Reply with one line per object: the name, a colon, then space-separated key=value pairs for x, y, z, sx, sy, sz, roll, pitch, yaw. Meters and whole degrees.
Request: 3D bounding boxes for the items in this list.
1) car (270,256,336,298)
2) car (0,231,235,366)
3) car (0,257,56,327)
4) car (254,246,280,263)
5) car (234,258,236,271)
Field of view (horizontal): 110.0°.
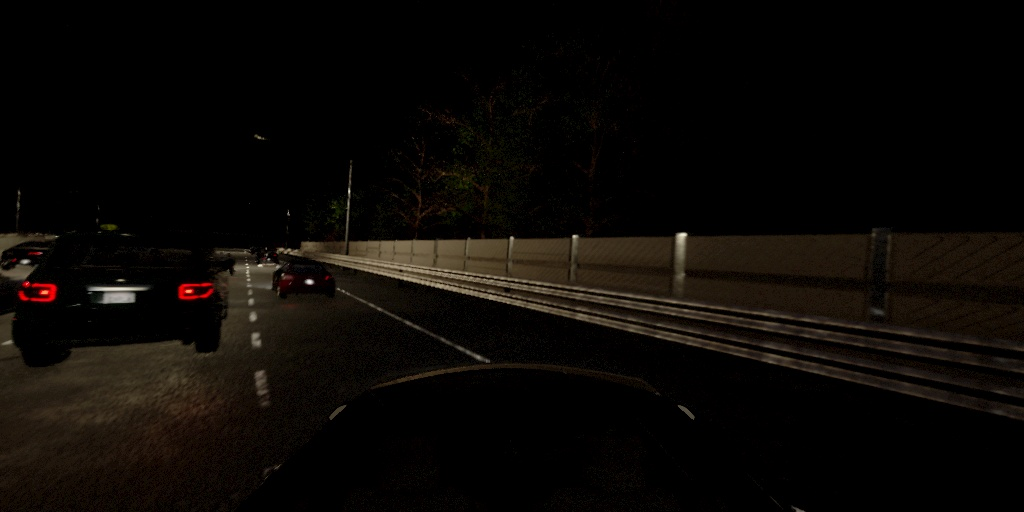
car: x=-8.840 y=0.893 z=15.163 sx=1.994 sy=1.385 sz=4.181 roll=3 pitch=0 yaw=-37
car: x=-7.080 y=0.602 z=7.153 sx=2.150 sy=2.045 sz=5.566 roll=3 pitch=0 yaw=-37
car: x=-11.248 y=0.745 z=6.866 sx=1.895 sy=1.301 sz=4.718 roll=3 pitch=0 yaw=-37
car: x=-25.972 y=0.010 z=38.121 sx=1.837 sy=1.490 sz=4.892 roll=3 pitch=0 yaw=-37
car: x=-18.367 y=0.436 z=22.251 sx=1.895 sy=1.301 sz=4.718 roll=3 pitch=0 yaw=-37
